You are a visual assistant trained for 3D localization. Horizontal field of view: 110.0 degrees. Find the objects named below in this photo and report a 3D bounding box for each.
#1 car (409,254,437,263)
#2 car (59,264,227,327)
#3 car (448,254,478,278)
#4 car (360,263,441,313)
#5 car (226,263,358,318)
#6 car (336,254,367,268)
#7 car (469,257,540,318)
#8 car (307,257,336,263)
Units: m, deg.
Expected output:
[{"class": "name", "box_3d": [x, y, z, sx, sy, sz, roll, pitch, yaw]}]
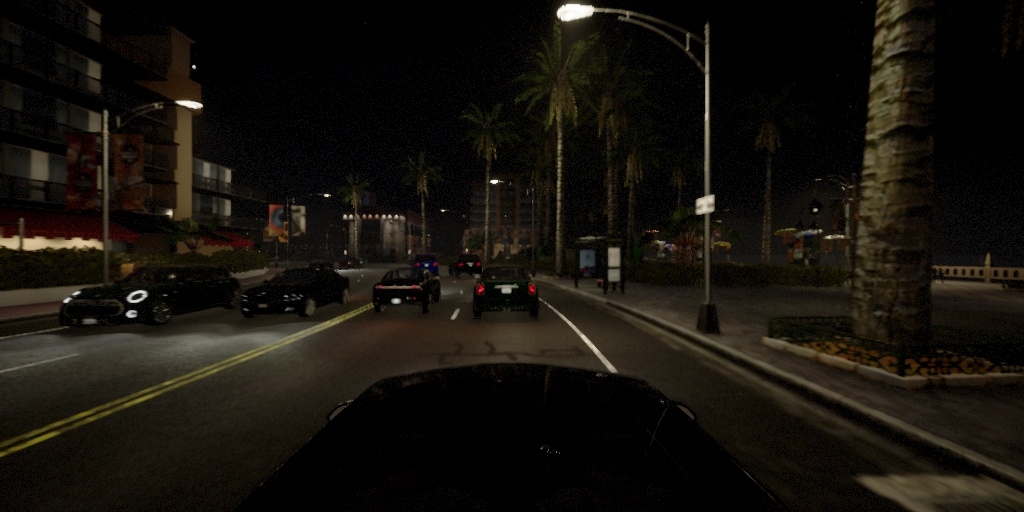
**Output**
[{"class": "car", "box_3d": [-8.001, 0.864, 32.452, 2.150, 2.045, 5.566, 0, 0, -19]}, {"class": "car", "box_3d": [-10.926, 1.068, 11.359, 2.097, 1.767, 4.553, 0, 0, -5]}, {"class": "car", "box_3d": [-4.344, 0.864, 32.542, 2.150, 2.045, 5.566, 0, 0, -19]}, {"class": "car", "box_3d": [-3.864, 1.199, 13.746, 2.128, 1.511, 4.902, 0, 0, -5]}, {"class": "car", "box_3d": [-7.531, 1.188, 13.014, 1.882, 1.535, 5.008, 0, 0, -5]}, {"class": "car", "box_3d": [-22.978, 0.930, 51.137, 2.097, 1.767, 4.553, 0, 0, -42]}, {"class": "car", "box_3d": [-0.306, 1.063, 13.007, 2.097, 1.767, 4.553, 0, 0, -4]}, {"class": "car", "box_3d": [-26.539, 1.182, 49.963, 1.895, 1.301, 4.718, 0, 0, -44]}]
